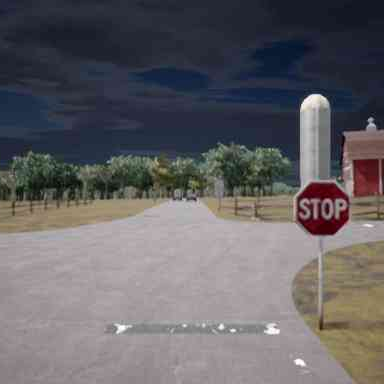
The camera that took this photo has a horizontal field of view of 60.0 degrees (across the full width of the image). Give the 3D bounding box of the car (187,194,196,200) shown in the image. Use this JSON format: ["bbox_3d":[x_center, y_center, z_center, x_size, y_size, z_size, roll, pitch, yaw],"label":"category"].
[{"bbox_3d":[-0.083,1.089,71.827,1.994,1.385,4.181,0,0,0],"label":"car"}]

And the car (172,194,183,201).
[{"bbox_3d":[-2.827,1.107,66.002,2.033,1.411,5.357,0,0,0],"label":"car"}]

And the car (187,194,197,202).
[{"bbox_3d":[-0.072,1.062,61.395,1.837,1.490,4.892,0,0,0],"label":"car"}]
